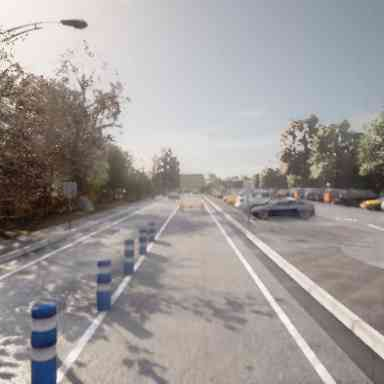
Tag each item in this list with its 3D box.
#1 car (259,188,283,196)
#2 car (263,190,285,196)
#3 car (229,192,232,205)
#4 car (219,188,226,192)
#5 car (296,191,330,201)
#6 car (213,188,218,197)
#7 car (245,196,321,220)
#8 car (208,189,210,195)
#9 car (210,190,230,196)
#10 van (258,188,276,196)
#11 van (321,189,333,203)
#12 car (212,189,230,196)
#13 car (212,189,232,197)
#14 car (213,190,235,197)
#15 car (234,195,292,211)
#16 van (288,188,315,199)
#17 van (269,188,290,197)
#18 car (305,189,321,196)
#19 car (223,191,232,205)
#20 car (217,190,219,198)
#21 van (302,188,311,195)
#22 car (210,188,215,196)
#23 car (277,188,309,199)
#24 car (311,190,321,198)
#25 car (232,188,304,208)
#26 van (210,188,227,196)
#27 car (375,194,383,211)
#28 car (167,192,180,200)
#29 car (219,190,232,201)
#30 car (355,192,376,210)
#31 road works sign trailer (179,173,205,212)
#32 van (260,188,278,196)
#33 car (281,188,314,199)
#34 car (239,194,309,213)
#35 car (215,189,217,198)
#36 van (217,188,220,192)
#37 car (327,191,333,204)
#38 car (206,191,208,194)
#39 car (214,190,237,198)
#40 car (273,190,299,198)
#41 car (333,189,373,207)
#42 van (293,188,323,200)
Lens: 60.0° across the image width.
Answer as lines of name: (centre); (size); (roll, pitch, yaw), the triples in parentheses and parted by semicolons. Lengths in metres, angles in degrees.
car: (20.357, -0.008, 86.032); (5.566, 2.045, 2.435); (0, 1, 0)
car: (20.356, 0.281, 83.140); (5.008, 1.535, 2.097); (0, 1, 0)
car: (6.897, 1.015, 36.198); (4.892, 1.521, 2.231); (0, 1, 0)
car: (7.060, 0.563, 52.841); (4.553, 1.767, 2.185); (0, 1, 0)
car: (20.136, 0.644, 55.441); (5.008, 1.535, 2.097); (0, 1, 0)
car: (7.115, 0.533, 66.721); (4.792, 1.488, 2.163); (0, 1, 0)
car: (6.769, 1.286, 25.097); (4.792, 1.488, 2.163); (0, 1, 0)
car: (7.051, 0.355, 77.825); (5.366, 1.575, 1.946); (0, 1, 0)
car: (7.300, 0.249, 86.151); (5.008, 1.535, 2.097); (0, 1, 0)
van: (20.547, -0.054, 91.446); (4.442, 1.987, 1.878); (0, 1, 0)
van: (20.156, 0.601, 44.489); (4.442, 1.987, 1.878); (0, 1, 0)
car: (7.251, 0.160, 83.374); (4.553, 1.767, 2.185); (0, 1, 0)
car: (7.228, 0.196, 80.598); (4.553, 1.767, 2.185); (0, 1, 0)
car: (7.207, 0.396, 75.048); (4.892, 1.521, 2.231); (0, 1, 0)
car: (7.053, 1.071, 33.421); (5.366, 1.575, 1.946); (0, 1, 0)
van: (20.060, 0.346, 60.979); (4.442, 1.987, 1.878); (0, 1, 0)
van: (20.433, 0.126, 77.722); (4.442, 1.987, 1.878); (0, 1, 0)
car: (20.114, 0.755, 49.905); (4.792, 1.488, 2.163); (0, 1, 0)
car: (6.728, 0.950, 38.975); (5.366, 1.575, 1.946); (0, 1, 0)
car: (7.081, 0.679, 55.616); (4.792, 1.488, 2.163); (0, 1, 0)
van: (19.999, 0.458, 52.654); (4.442, 1.987, 1.878); (0, 1, 0)
car: (6.982, 0.465, 69.498); (5.366, 1.575, 1.946); (0, 1, 0)
car: (20.195, 0.248, 66.517); (5.566, 2.045, 2.435); (0, 1, 0)
car: (20.092, 0.802, 47.266); (4.792, 1.488, 2.163); (0, 1, 0)
car: (6.873, 0.884, 30.641); (5.566, 2.045, 2.435); (0, 1, 0)
van: (7.235, -0.050, 91.701); (4.442, 1.987, 1.878); (0, 1, 0)
car: (19.921, 1.169, 30.527); (4.674, 1.452, 2.002); (0, 1, 0)
car: (-3.216, 0.655, 58.449); (1.812, 1.442, 4.674); (0, 1, 1)
car: (6.775, 0.829, 44.647); (5.366, 1.575, 1.946); (0, 1, 0)
car: (19.761, 1.066, 33.297); (5.366, 1.575, 1.946); (0, 1, 0)
road works sign trailer: (-0.024, 0.014, 31.548); (2.380, 3.560, 2.880); (0, 1, -1)
van: (20.525, -0.019, 88.801); (4.442, 1.987, 1.878); (0, 1, 0)
car: (20.172, 0.284, 63.747); (5.566, 2.045, 2.435); (0, 1, 0)
car: (6.827, 1.195, 27.872); (5.008, 1.535, 2.097); (0, 1, 0)
car: (7.069, 0.606, 61.169); (4.792, 1.488, 2.163); (0, 1, 0)
van: (7.192, 0.387, 58.389); (4.442, 1.987, 1.878); (0, 1, 0)
car: (19.987, 0.917, 41.603); (4.792, 1.488, 2.163); (0, 1, 0)
car: (7.403, -0.112, 94.475); (5.566, 2.045, 2.435); (0, 1, 0)
car: (7.197, 0.432, 72.271); (4.892, 1.521, 2.231); (0, 1, 0)
car: (20.264, 0.426, 72.061); (5.008, 1.535, 2.097); (0, 1, 0)
car: (20.021, 0.697, 38.827); (5.566, 2.045, 2.435); (0, 1, 0)
van: (20.270, 0.382, 58.207); (4.442, 1.987, 1.878); (0, 1, 0)
